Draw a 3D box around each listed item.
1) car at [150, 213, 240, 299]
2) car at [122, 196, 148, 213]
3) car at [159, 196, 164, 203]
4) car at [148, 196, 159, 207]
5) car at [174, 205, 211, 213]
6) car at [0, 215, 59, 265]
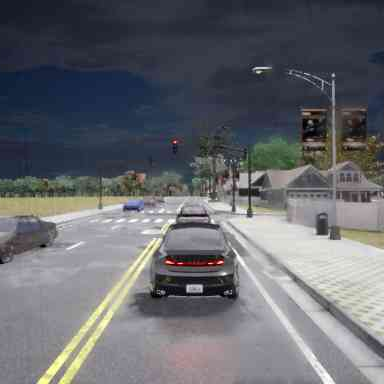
[{"bbox_3d":[0.070,1.510,8.476,1.837,1.490,4.892,0,0,1],"label":"car"},{"bbox_3d":[-6.658,1.488,38.185,1.882,1.535,5.008,0,0,0],"label":"car"},{"bbox_3d":[-6.631,1.569,66.758,1.994,1.385,4.181,0,0,0],"label":"car"},{"bbox_3d":[-6.674,1.358,51.040,2.097,1.767,4.553,0,0,0],"label":"car"},{"bbox_3d":[0.045,1.501,18.746,2.128,1.511,4.902,0,0,-2],"label":"car"},{"bbox_3d":[-6.619,1.554,11.989,2.033,1.411,5.357,0,0,0],"label":"car"}]
